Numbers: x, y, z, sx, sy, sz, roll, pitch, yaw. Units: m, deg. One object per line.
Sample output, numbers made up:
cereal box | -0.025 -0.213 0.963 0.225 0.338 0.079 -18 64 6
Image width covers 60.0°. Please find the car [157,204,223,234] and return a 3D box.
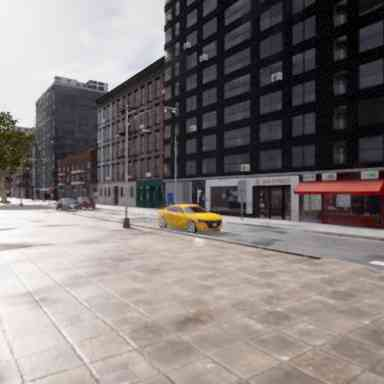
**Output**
car | -0.225 1.482 19.782 1.882 1.535 5.008 0 0 -36

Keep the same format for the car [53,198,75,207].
car | -20.532 1.631 53.253 2.033 1.411 5.357 0 0 -35

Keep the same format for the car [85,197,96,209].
car | -14.778 1.421 45.222 2.097 1.767 4.553 0 0 -35

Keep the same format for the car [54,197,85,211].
car | -15.426 1.538 41.166 2.128 1.511 4.902 0 0 -35
